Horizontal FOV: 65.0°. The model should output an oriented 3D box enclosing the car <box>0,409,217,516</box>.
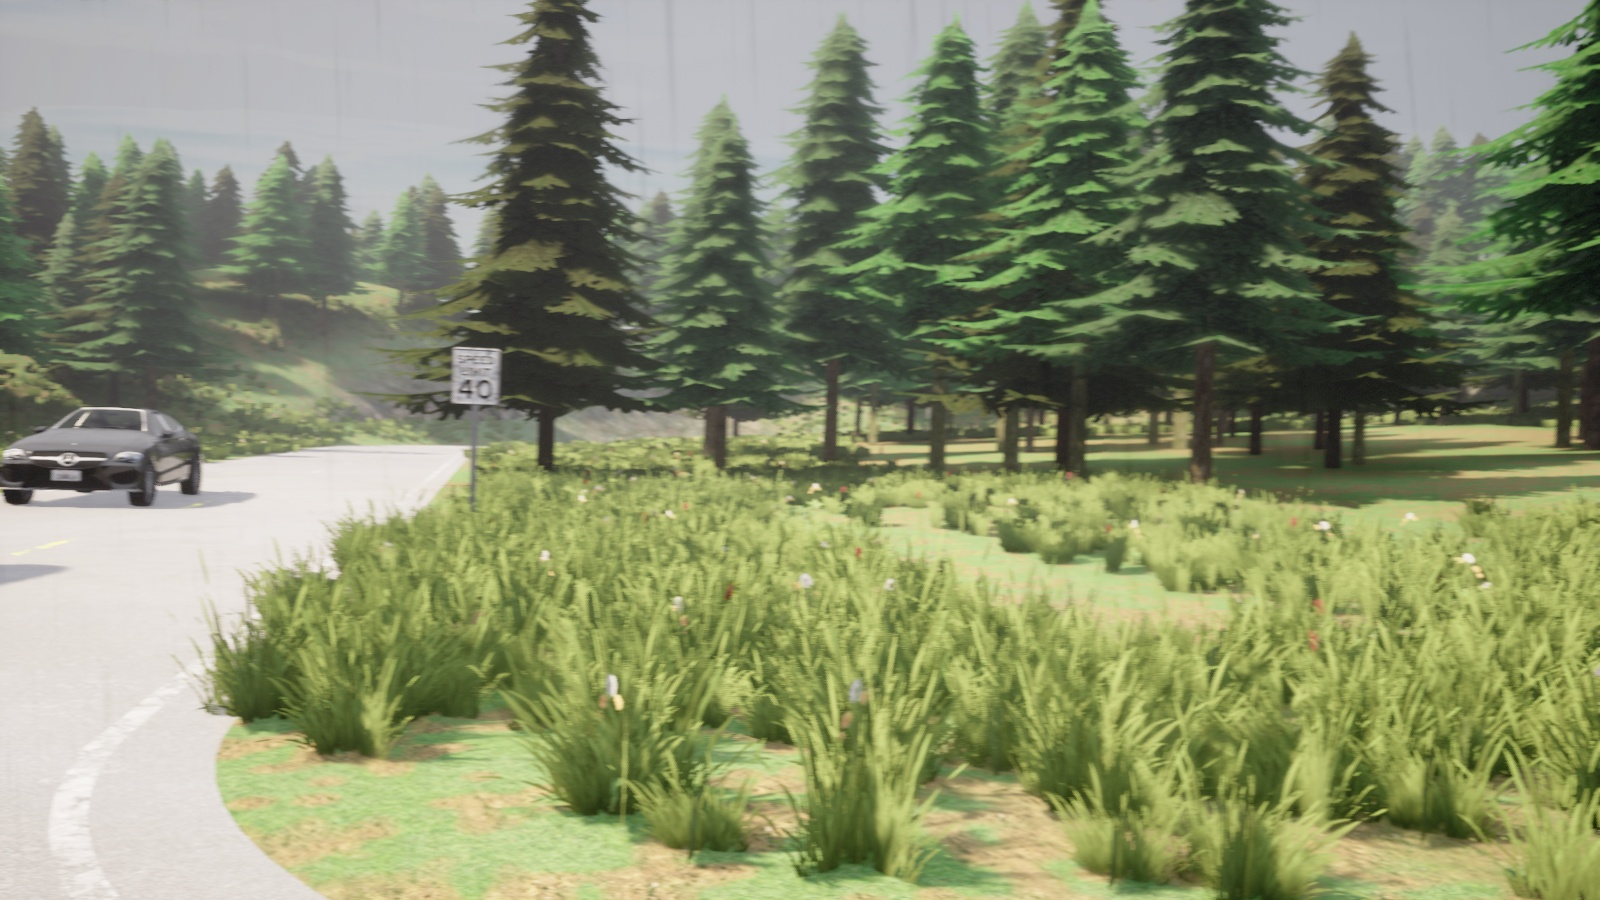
[{"bbox_3d":[-12.007,0.158,22.171,2.152,1.651,5.027,0,1,-13],"label":"car"}]
